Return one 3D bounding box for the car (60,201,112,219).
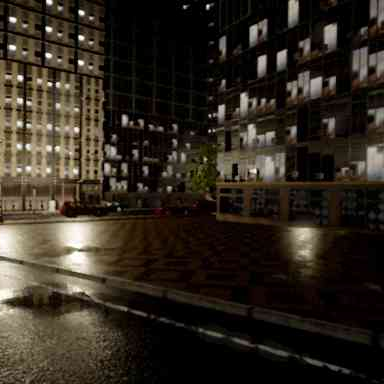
[{"bbox_3d":[-11.790,1.925,36.302,5.009,1.841,2.192,0,1,-34],"label":"car"}]

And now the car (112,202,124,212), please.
[{"bbox_3d":[-11.550,2.051,46.009,4.403,1.369,2.008,0,1,-34],"label":"car"}]

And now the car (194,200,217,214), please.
[{"bbox_3d":[2.260,2.010,45.885,5.009,1.841,2.192,0,1,-34],"label":"car"}]

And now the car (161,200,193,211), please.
[{"bbox_3d":[-2.324,2.081,52.302,4.829,1.417,1.752,0,1,-34],"label":"car"}]

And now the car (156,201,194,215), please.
[{"bbox_3d":[-2.427,2.211,42.694,4.507,1.381,1.887,0,1,-34],"label":"car"}]

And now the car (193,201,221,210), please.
[{"bbox_3d":[2.500,2.151,55.593,4.313,1.339,1.947,0,1,-34],"label":"car"}]
